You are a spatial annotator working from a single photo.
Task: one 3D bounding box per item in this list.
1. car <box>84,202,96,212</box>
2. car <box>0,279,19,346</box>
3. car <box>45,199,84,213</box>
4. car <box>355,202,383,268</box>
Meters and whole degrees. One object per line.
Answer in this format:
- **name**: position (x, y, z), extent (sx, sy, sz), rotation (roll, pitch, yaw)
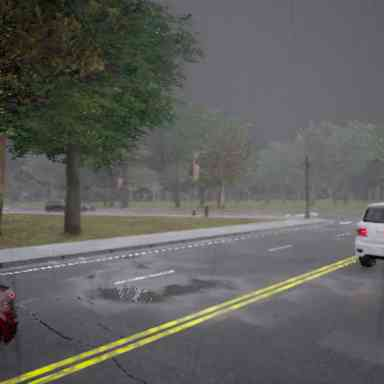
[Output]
- **car**: position (-17.511, 2.304, 52.789), extent (4.553, 1.767, 2.097), rotation (-1, -1, 23)
- **car**: position (-4.493, 1.642, 4.044), extent (1.994, 1.385, 4.181), rotation (-1, -1, 45)
- **car**: position (-19.583, 2.140, 50.141), extent (5.566, 2.045, 2.150), rotation (-1, -1, 23)
- **car**: position (7.312, 1.367, 11.018), extent (2.150, 2.045, 5.566), rotation (-1, -2, 45)
